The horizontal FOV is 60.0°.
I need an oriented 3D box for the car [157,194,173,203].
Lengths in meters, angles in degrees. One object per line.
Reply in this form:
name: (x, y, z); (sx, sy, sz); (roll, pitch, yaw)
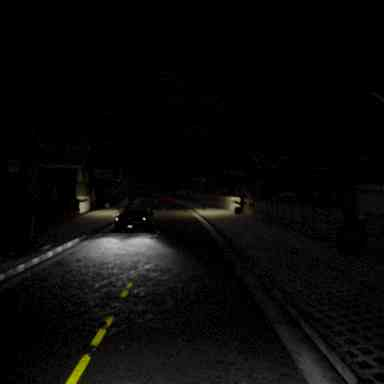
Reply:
car: (-4.722, 1.166, 61.319); (2.097, 1.767, 4.553); (0, 0, -9)

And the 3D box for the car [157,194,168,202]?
car: (-6.345, 1.224, 71.270); (1.837, 1.490, 4.892); (0, 0, -10)

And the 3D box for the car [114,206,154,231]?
car: (-3.346, 1.502, 19.778); (1.895, 1.301, 4.718); (0, 0, -2)
